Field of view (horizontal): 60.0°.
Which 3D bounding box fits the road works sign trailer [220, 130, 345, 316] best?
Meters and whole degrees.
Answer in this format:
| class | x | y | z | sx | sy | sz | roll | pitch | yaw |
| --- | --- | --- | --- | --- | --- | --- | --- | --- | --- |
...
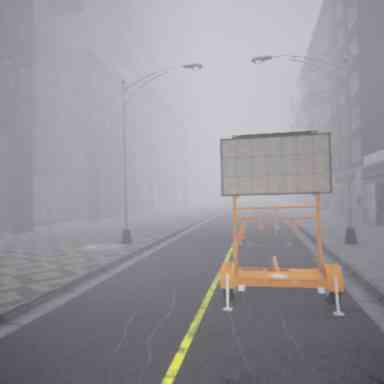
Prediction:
| class | x | y | z | sx | sy | sz | roll | pitch | yaw |
| --- | --- | --- | --- | --- | --- | --- | --- | --- | --- |
| road works sign trailer | 1.897 | 0.467 | 7.585 | 2.380 | 3.560 | 2.880 | -2 | 0 | 11 |
